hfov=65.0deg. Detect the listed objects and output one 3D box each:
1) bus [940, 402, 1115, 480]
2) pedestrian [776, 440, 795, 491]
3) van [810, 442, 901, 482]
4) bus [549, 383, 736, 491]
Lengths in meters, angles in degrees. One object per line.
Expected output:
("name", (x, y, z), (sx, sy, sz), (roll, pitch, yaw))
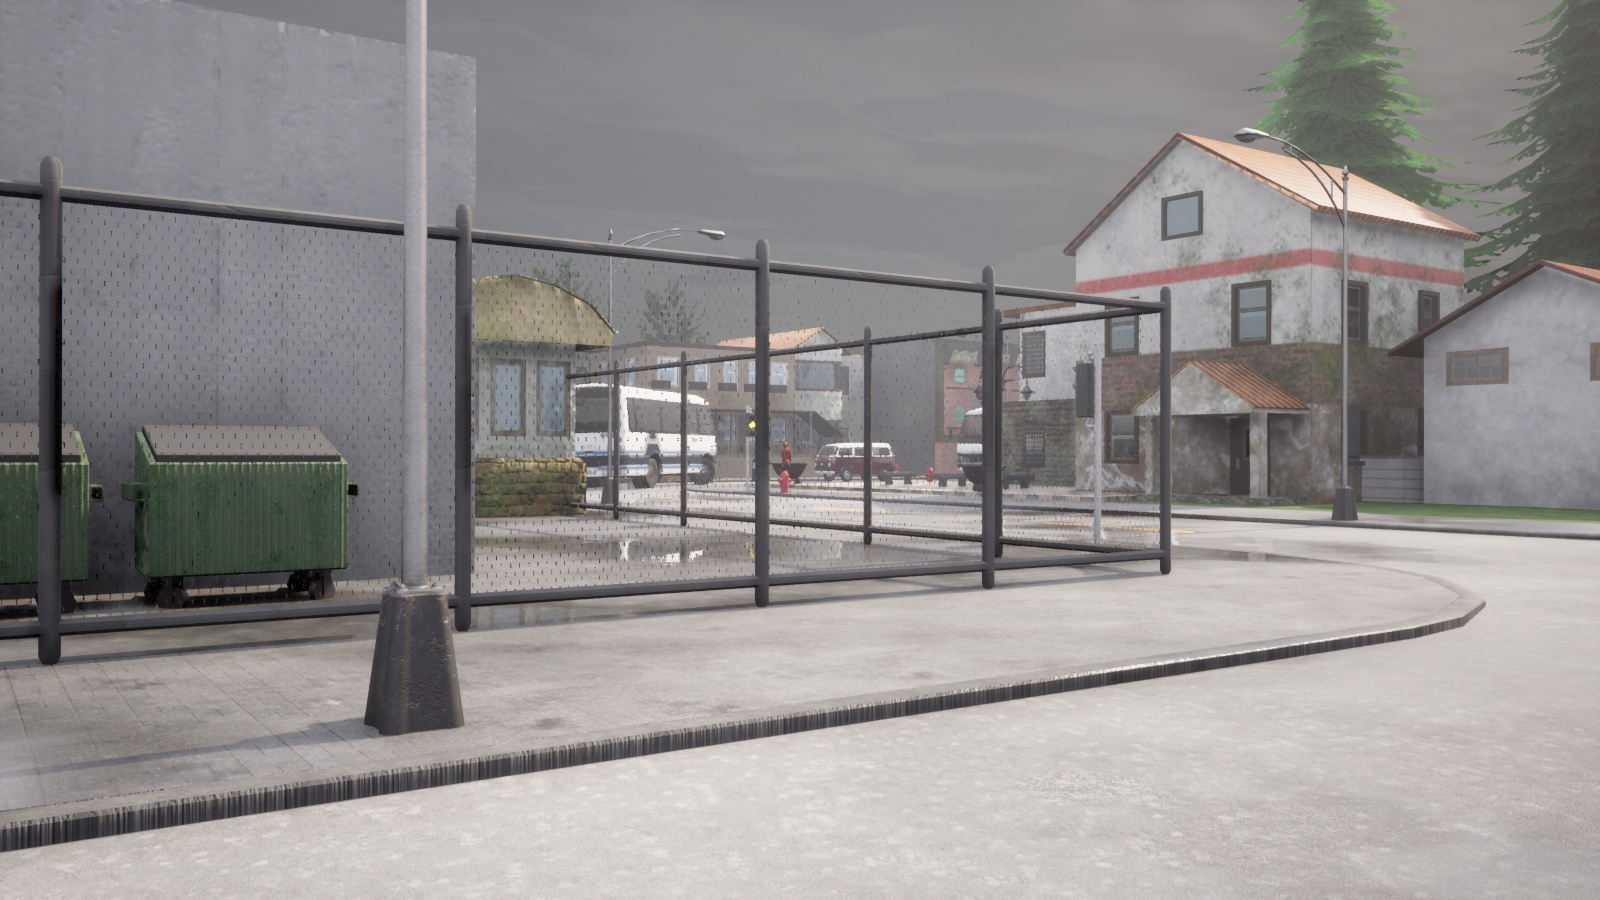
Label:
("bus", (13.354, -0.481, 73.223), (10.273, 4.253, 3.944), (0, 0, -35))
("pedestrian", (-0.533, 0.564, 46.224), (0.636, 1.846, 0.331), (0, 0, 39))
("van", (2.929, 0.624, 66.090), (4.480, 2.038, 2.069), (0, 0, -35))
("bus", (-6.634, -0.482, 55.393), (3.944, 4.253, 10.273), (-2, -1, 19))
